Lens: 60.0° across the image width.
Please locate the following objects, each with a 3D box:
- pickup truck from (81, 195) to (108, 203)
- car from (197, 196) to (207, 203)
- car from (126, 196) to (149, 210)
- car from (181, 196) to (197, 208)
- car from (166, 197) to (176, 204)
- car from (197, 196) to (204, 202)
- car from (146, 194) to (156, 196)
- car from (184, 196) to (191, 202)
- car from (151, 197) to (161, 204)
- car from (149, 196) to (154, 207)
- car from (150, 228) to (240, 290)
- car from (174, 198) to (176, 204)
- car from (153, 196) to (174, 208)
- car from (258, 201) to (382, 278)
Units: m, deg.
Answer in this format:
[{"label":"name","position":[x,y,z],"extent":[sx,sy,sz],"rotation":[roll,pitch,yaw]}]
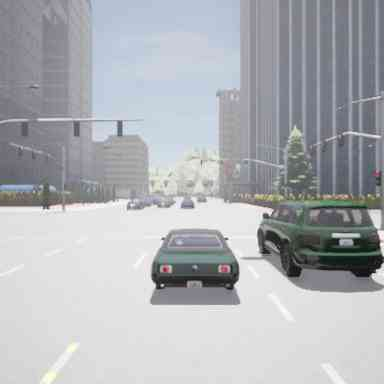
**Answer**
[{"label":"pickup truck","position":[-21.182,1.370,73.157],"extent":[2.390,2.098,6.274],"rotation":[0,0,30]},{"label":"car","position":[2.364,1.682,78.569],"extent":[2.097,1.767,4.553],"rotation":[0,0,-1]},{"label":"car","position":[-7.828,1.689,46.400],"extent":[2.128,1.511,4.902],"rotation":[0,0,1]},{"label":"car","position":[-0.684,1.782,51.393],"extent":[1.994,1.385,4.181],"rotation":[0,0,-1]},{"label":"car","position":[-4.552,1.786,72.625],"extent":[1.882,1.535,5.008],"rotation":[0,0,-1]},{"label":"car","position":[2.216,1.764,88.849],"extent":[1.882,1.535,5.008],"rotation":[0,0,-1]},{"label":"car","position":[-7.979,1.497,64.794],"extent":[2.150,2.045,5.566],"rotation":[0,0,0]},{"label":"car","position":[-1.239,1.864,85.733],"extent":[1.837,1.490,4.892],"rotation":[0,0,-1]},{"label":"car","position":[-8.083,1.870,74.776],"extent":[1.994,1.385,4.181],"rotation":[0,0,-1]},{"label":"car","position":[-7.889,1.799,55.310],"extent":[1.994,1.385,4.181],"rotation":[0,0,-1]},{"label":"car","position":[0.076,1.640,9.122],"extent":[1.895,1.301,4.718],"rotation":[0,0,0]},{"label":"car","position":[-4.463,1.756,62.316],"extent":[2.128,1.511,4.902],"rotation":[0,0,0]},{"label":"car","position":[-4.347,1.713,52.060],"extent":[2.128,1.511,4.902],"rotation":[0,0,-1]},{"label":"car","position":[3.583,1.268,10.411],"extent":[2.150,2.045,5.566],"rotation":[0,0,0]}]
